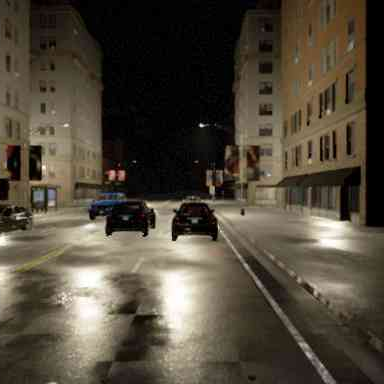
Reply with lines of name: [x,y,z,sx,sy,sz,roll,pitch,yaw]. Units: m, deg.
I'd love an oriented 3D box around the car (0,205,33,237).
car: [-9.841,1.431,16.808,1.837,1.490,4.892,0,0,0]

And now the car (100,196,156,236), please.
car: [-3.162,1.273,17.957,2.097,1.767,4.553,0,0,0]

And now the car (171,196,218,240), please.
car: [0.095,1.280,16.641,2.097,1.767,4.553,0,0,-1]

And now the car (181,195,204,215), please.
car: [0.123,1.213,33.407,2.097,1.767,4.553,0,0,2]

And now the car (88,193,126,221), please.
car: [-6.522,1.098,26.666,2.150,2.045,5.566,0,0,0]
